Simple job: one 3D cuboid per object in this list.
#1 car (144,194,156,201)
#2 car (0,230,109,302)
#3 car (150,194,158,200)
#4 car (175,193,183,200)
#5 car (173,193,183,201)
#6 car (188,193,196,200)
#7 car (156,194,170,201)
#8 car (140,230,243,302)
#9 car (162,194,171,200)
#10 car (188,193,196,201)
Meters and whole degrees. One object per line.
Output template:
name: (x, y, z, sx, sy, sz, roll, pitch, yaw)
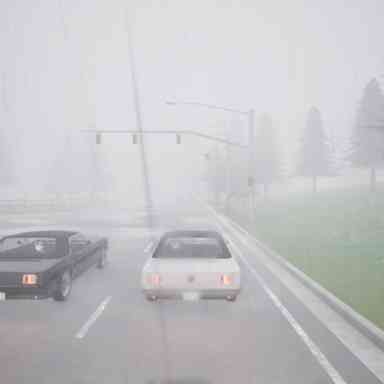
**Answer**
car: (-10.569, 1.584, 82.511, 1.895, 1.301, 4.718, 0, 0, 0)
car: (-3.494, 1.601, 8.233, 1.895, 1.301, 4.718, 0, 0, 0)
car: (-10.577, 1.353, 92.484, 1.812, 1.442, 4.674, 0, 0, 0)
car: (-3.577, 1.184, 92.460, 2.097, 1.767, 4.553, 0, 0, 0)
car: (-3.569, 1.344, 82.456, 2.097, 1.767, 4.553, 0, 0, 0)
car: (-0.077, 1.184, 92.463, 2.097, 1.767, 4.553, 0, 0, 0)
car: (-7.069, 1.514, 82.067, 2.128, 1.511, 4.902, 0, 0, 0)
car: (0.006, 1.601, 8.236, 1.895, 1.301, 4.718, 0, 0, 0)
car: (-7.077, 1.369, 92.487, 2.033, 1.411, 5.357, 0, 0, 0)
car: (-0.069, 1.514, 82.073, 2.128, 1.511, 4.902, 0, 0, 0)
